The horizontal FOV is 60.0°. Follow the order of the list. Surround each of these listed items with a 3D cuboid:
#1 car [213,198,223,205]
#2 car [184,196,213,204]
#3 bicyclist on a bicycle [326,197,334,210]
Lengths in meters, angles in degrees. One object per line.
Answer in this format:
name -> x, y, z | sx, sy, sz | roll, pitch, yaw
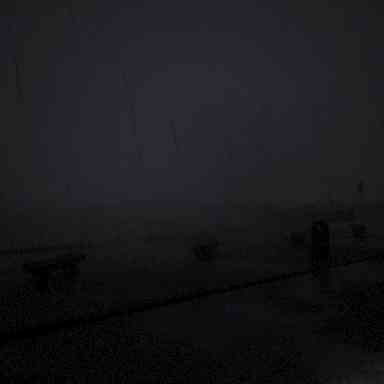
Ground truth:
car -> 2.784, 1.611, 55.170 | 2.033, 1.411, 5.357 | 0, 0, -35
car -> 0.646, 1.408, 51.125 | 2.097, 1.767, 4.553 | 0, 0, -35
bicyclist on a bicycle -> 17.401, 1.420, 41.999 | 1.656, 1.620, 0.582 | 0, 0, -35
